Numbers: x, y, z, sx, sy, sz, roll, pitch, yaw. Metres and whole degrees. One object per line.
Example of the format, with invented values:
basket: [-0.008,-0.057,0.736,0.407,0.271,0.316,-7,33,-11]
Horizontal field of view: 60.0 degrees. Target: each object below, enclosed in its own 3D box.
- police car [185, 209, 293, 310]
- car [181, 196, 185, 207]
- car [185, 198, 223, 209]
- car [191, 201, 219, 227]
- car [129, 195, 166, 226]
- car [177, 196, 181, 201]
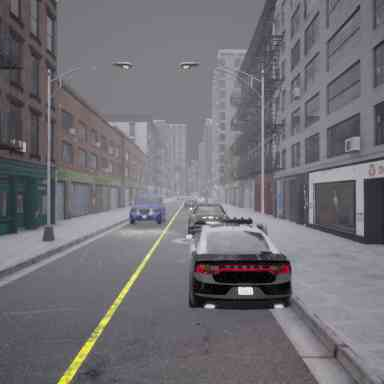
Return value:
police car: [0.876,1.429,8.065,1.930,1.638,5.238,0,0,0]
car: [-0.113,1.557,46.858,2.128,1.511,4.902,0,0,0]
car: [0.843,1.363,17.926,2.097,1.767,4.553,0,0,0]
car: [0.824,1.476,24.146,1.801,1.575,5.366,0,0,0]
car: [-3.077,1.241,24.169,2.150,2.045,5.566,0,0,0]
car: [-3.305,1.737,94.969,1.812,1.442,4.674,0,0,0]
